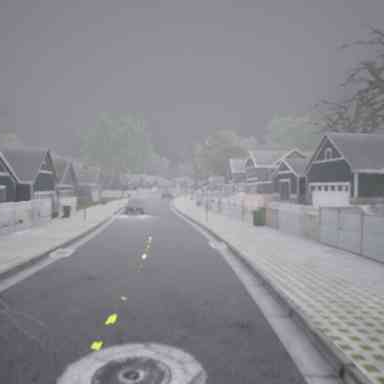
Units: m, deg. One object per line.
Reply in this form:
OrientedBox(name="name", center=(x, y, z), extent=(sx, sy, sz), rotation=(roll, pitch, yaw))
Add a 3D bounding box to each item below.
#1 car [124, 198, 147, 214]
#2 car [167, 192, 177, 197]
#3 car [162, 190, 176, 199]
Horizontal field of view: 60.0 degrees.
OrientedBox(name="car", center=(-5.790, 1.414, 34.095), extent=(1.837, 1.490, 4.892), rotation=(1, 0, -8))
OrientedBox(name="car", center=(-5.058, 0.597, 84.347), extent=(1.895, 1.301, 4.718), rotation=(1, 1, 4))
OrientedBox(name="car", center=(-5.437, 0.521, 73.594), extent=(2.150, 2.045, 5.566), rotation=(1, 1, 1))
